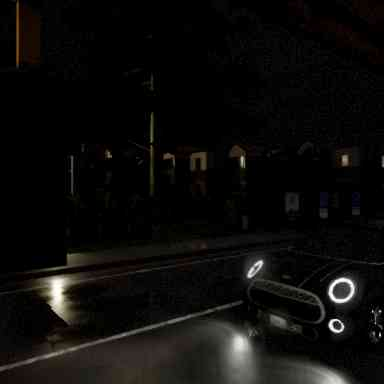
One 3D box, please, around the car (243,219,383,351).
[{"bbox_3d":[3.089,1.352,6.331,4.553,1.767,2.097,0,0,-37],"label":"car"}]
